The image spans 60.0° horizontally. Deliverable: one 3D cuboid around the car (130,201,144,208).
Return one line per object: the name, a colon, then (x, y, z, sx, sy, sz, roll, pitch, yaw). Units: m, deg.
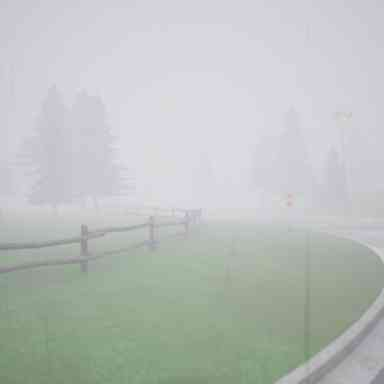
car: (-12.885, 2.652, 72.702, 1.837, 1.490, 4.892, 0, -1, -33)

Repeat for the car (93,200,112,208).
car: (-18.703, 2.659, 68.811, 1.994, 1.385, 4.181, 0, -1, -33)

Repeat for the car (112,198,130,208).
car: (-15.816, 2.355, 70.792, 2.150, 2.045, 5.566, 0, -1, -33)

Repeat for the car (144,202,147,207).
car: (-12.268, 2.759, 78.209, 1.812, 1.442, 4.674, 0, -1, -33)
